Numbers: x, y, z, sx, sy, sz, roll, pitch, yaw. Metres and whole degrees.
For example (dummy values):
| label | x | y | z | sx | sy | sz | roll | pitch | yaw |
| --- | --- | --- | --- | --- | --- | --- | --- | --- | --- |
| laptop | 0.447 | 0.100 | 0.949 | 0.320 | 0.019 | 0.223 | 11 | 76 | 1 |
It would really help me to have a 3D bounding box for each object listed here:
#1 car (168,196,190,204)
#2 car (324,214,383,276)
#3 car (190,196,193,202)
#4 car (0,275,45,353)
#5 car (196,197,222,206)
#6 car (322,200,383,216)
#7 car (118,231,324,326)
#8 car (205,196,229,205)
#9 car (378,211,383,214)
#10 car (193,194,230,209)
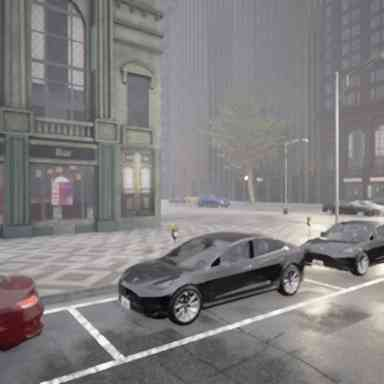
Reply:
| label | x | y | z | sx | sy | sz | roll | pitch | yaw |
| --- | --- | --- | --- | --- | --- | --- | --- | --- | --- |
| car | -3.083 | 1.698 | 68.609 | 1.812 | 1.442 | 4.674 | 0 | 0 | -36 |
| car | 5.209 | 1.571 | 10.340 | 4.313 | 1.339 | 1.947 | 0 | 0 | -35 |
| car | -0.680 | 1.488 | 70.836 | 1.882 | 1.535 | 5.008 | 0 | 0 | -36 |
| car | -3.981 | 1.581 | 3.811 | 4.206 | 1.307 | 1.802 | 0 | 0 | -35 |
| car | 3.020 | 1.619 | 60.119 | 1.882 | 1.535 | 5.008 | 0 | 0 | -35 |
| car | 15.024 | 1.563 | 31.870 | 1.882 | 1.535 | 5.008 | 0 | 1 | -37 |
| car | 0.614 | 1.568 | 7.076 | 4.313 | 1.339 | 1.947 | 0 | 0 | -35 |
| car | 4.673 | 1.610 | 63.383 | 1.882 | 1.535 | 5.008 | 0 | 0 | -35 |
| car | 9.804 | 1.559 | 13.605 | 4.403 | 1.369 | 2.008 | 0 | 0 | -35 |
| car | 3.057 | 1.364 | 48.658 | 2.150 | 2.045 | 5.566 | 0 | 0 | -35 |
